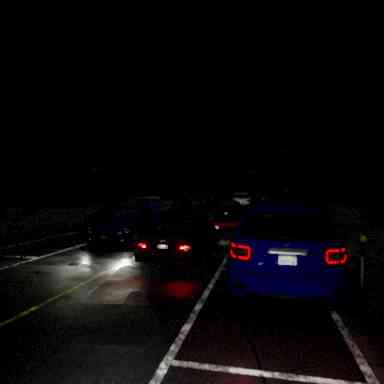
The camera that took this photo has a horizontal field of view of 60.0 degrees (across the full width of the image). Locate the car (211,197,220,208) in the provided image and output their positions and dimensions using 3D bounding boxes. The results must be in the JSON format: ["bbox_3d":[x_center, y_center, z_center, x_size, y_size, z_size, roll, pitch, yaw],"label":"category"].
[{"bbox_3d":[2.989,1.396,26.529,1.882,1.535,5.008,0,0,12],"label":"car"}]

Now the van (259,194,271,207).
[{"bbox_3d":[10.780,1.237,49.232,1.690,1.788,3.998,0,0,12],"label":"van"}]

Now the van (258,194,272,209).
[{"bbox_3d":[9.619,1.246,43.920,1.690,1.788,3.998,0,0,12],"label":"van"}]

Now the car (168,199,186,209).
[{"bbox_3d":[-2.231,1.392,29.639,1.752,1.417,4.829,0,0,12],"label":"car"}]

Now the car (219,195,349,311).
[{"bbox_3d":[2.130,1.203,8.048,2.150,2.045,5.566,0,0,12],"label":"car"}]

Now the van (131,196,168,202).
[{"bbox_3d":[-3.355,1.219,24.492,1.690,1.788,3.998,0,0,12],"label":"van"}]

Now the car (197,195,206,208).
[{"bbox_3d":[0.092,1.371,40.263,1.752,1.417,4.829,0,0,12],"label":"car"}]

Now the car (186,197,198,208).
[{"bbox_3d":[-1.034,1.421,35.117,1.947,1.339,4.313,0,0,12],"label":"car"}]

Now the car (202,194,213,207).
[{"bbox_3d":[1.290,1.275,45.741,1.967,1.590,4.097,0,0,12],"label":"car"}]

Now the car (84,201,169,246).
[{"bbox_3d":[-2.762,1.397,14.738,1.882,1.535,5.008,0,0,12],"label":"car"}]

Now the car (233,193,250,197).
[{"bbox_3d":[6.120,1.112,40.381,2.150,2.045,5.566,0,0,12],"label":"car"}]

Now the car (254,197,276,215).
[{"bbox_3d":[7.295,1.366,33.296,1.967,1.590,4.097,0,0,12],"label":"car"}]

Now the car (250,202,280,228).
[{"bbox_3d":[5.008,1.473,22.838,1.752,1.417,4.829,0,0,12],"label":"car"}]

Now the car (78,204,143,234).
[{"bbox_3d":[-4.518,1.455,19.181,1.947,1.339,4.313,0,0,12],"label":"car"}]

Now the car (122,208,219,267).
[{"bbox_3d":[-0.238,1.499,11.299,2.033,1.411,5.357,0,0,12],"label":"car"}]
